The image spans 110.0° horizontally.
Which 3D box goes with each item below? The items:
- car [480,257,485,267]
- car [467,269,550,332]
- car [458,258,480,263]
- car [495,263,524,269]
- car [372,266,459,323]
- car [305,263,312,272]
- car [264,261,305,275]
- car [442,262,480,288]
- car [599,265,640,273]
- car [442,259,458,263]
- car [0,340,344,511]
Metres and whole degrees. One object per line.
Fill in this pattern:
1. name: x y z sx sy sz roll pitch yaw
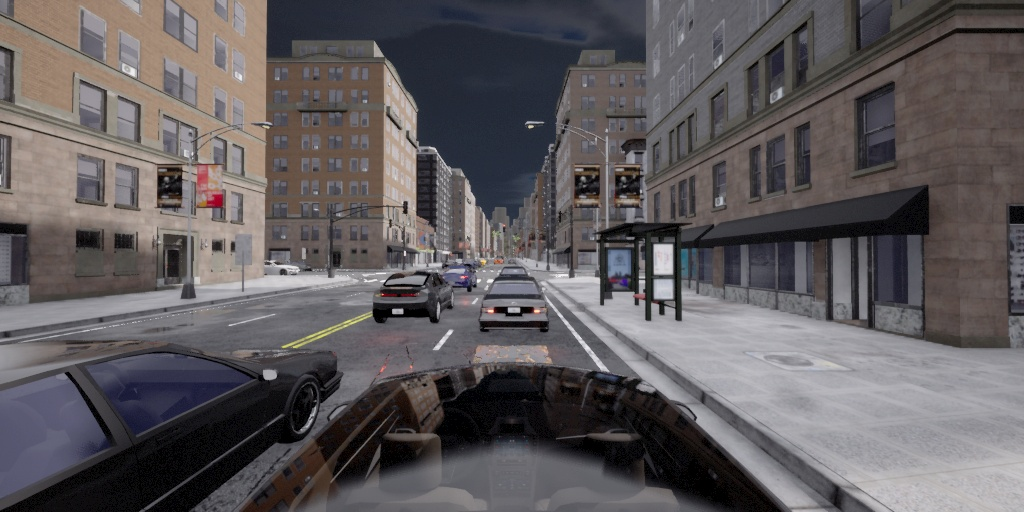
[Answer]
1. car: -6.557 1.260 64.339 2.128 1.511 4.902 0 0 0
2. car: 0.081 1.300 10.803 2.033 1.411 5.357 0 0 1
3. car: -6.590 1.121 55.199 2.097 1.767 4.553 0 0 0
4. car: 0.090 1.304 20.860 2.033 1.411 5.357 0 0 0
5. car: -3.138 1.258 12.142 1.837 1.490 4.892 0 0 -1
6. car: -26.809 1.310 43.773 4.181 1.385 1.994 0 -1 0
7. car: -22.622 1.155 33.836 4.674 1.442 1.812 0 -1 -1
8. car: -3.152 1.282 21.181 1.812 1.442 4.674 0 0 0
9. car: 13.126 1.386 43.908 4.892 1.490 1.837 0 -1 0
10. car: -9.804 1.273 56.890 1.837 1.490 4.892 0 0 3
11. car: -3.149 1.298 2.268 2.033 1.411 5.357 0 0 0
